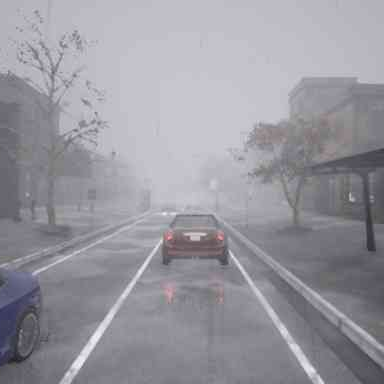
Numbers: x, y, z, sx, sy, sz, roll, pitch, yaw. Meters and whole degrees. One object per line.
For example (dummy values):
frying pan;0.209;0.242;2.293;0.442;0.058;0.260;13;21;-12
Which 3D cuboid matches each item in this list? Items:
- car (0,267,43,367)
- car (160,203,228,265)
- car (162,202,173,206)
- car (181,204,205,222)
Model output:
car;-3.100;1.534;3.192;1.812;1.442;4.674;0;0;0
car;0.099;1.461;12.306;2.097;1.767;4.553;0;-1;0
car;-3.085;2.075;45.019;1.994;1.385;4.181;0;-1;0
car;0.100;1.889;31.150;2.033;1.411;5.357;0;-1;0
